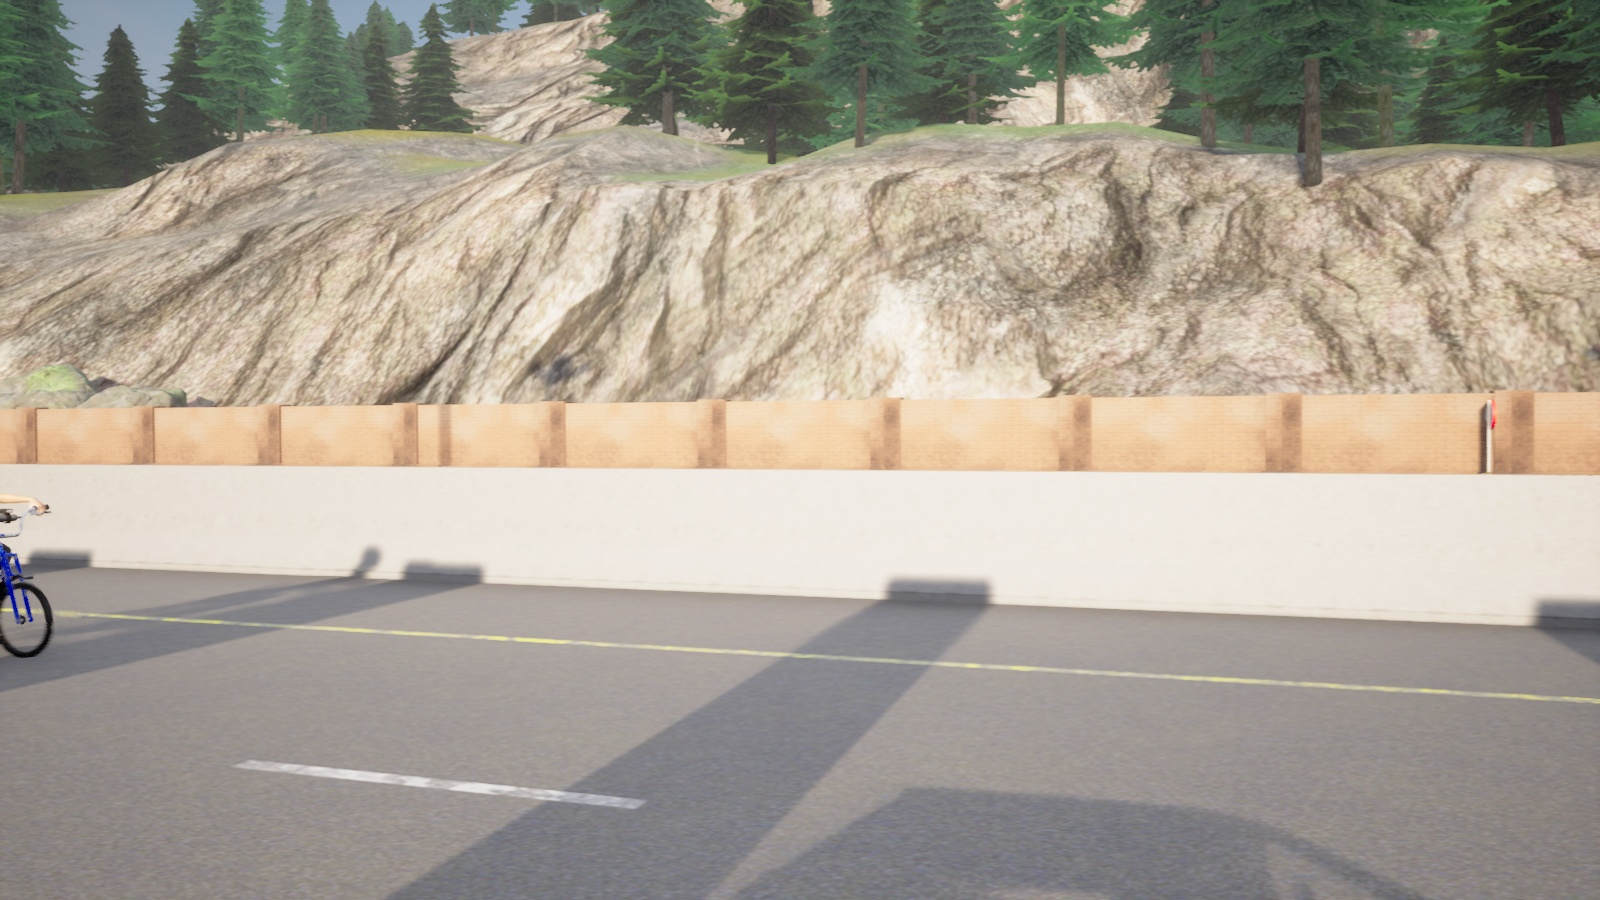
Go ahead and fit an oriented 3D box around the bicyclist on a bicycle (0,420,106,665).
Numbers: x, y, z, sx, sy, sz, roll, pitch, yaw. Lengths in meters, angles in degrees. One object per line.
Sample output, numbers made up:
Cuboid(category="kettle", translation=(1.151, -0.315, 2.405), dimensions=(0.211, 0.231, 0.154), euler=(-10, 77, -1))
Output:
Cuboid(category="bicyclist on a bicycle", translation=(-5.857, 0.599, 8.884), dimensions=(1.509, 1.612, 0.866), euler=(1, 1, 19))
